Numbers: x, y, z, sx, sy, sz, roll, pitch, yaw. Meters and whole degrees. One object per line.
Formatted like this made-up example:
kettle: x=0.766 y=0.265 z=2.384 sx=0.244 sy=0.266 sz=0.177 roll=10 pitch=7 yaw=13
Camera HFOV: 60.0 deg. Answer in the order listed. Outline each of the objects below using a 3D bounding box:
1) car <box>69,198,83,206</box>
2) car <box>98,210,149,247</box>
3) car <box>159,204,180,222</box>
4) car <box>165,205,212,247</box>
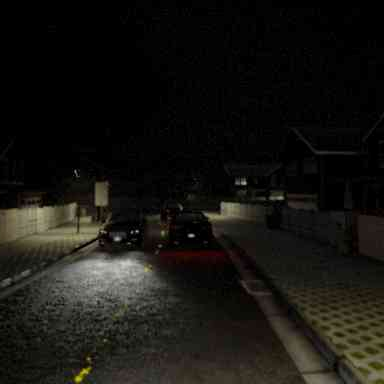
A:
car: x=-24.627 y=2.126 z=70.058 sx=1.837 sy=1.490 sz=4.892 roll=0 pitch=-1 yaw=-41
car: x=-3.103 y=1.647 z=15.805 sx=2.128 sy=1.511 sz=4.902 roll=0 pitch=-1 yaw=-3
car: x=-1.798 y=1.764 z=29.475 sx=2.128 sy=1.511 sz=4.902 roll=0 pitch=-1 yaw=-10
car: x=-0.160 y=1.634 z=15.957 sx=1.882 sy=1.535 sz=5.008 roll=0 pitch=0 yaw=-3
